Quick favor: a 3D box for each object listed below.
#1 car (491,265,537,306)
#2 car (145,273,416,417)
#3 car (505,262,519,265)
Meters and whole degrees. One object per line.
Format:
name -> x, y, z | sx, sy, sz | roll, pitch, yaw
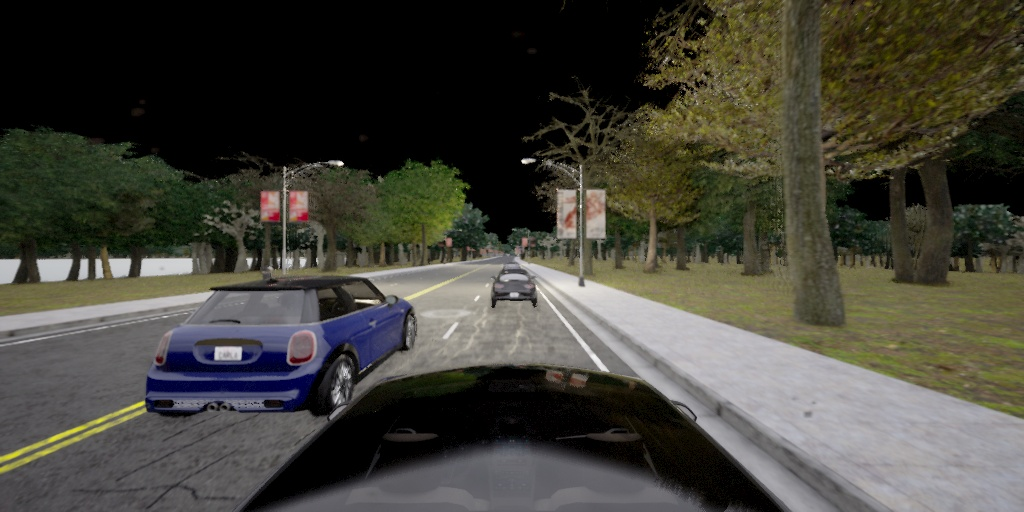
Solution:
car -> 0.074, 1.277, 15.534 | 1.812, 1.442, 4.674 | 0, 0, 0
car -> -3.156, 1.102, 6.111 | 2.097, 1.767, 4.553 | 0, 0, 0
car -> -0.011, 1.305, 33.764 | 2.033, 1.411, 5.357 | 0, 0, 0
